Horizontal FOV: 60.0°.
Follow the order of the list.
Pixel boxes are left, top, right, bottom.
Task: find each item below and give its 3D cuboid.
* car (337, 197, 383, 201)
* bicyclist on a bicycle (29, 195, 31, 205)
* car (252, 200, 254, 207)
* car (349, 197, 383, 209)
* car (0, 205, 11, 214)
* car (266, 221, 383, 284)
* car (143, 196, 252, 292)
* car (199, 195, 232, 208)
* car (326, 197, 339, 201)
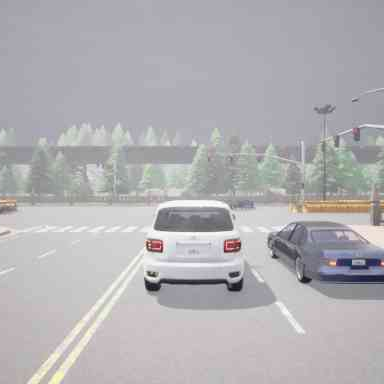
[{"bbox_3d":[20.847,1.601,40.815,4.718,1.301,1.895,0,0,0],"label":"car"},{"bbox_3d":[-27.050,1.300,55.834,0.582,1.620,1.656,0,0,0],"label":"bicyclist on a bicycle"},{"bbox_3d":[5.723,1.477,44.389,5.008,1.535,1.882,0,0,0],"label":"car"},{"bbox_3d":[23.848,1.477,44.302,5.008,1.535,1.882,0,0,0],"label":"car"},{"bbox_3d":[-21.487,1.547,33.824,5.357,1.411,2.033,0,0,0],"label":"car"},{"bbox_3d":[3.570,1.547,9.597,2.033,1.411,5.357,0,0,0],"label":"car"},{"bbox_3d":[0.061,1.221,9.106,2.150,2.045,5.566,0,0,1],"label":"car"},{"bbox_3d":[3.322,1.352,47.899,4.553,1.767,2.097,0,0,0],"label":"car"},{"bbox_3d":[21.135,1.491,47.813,4.902,1.511,2.128,0,0,0],"label":"car"}]
